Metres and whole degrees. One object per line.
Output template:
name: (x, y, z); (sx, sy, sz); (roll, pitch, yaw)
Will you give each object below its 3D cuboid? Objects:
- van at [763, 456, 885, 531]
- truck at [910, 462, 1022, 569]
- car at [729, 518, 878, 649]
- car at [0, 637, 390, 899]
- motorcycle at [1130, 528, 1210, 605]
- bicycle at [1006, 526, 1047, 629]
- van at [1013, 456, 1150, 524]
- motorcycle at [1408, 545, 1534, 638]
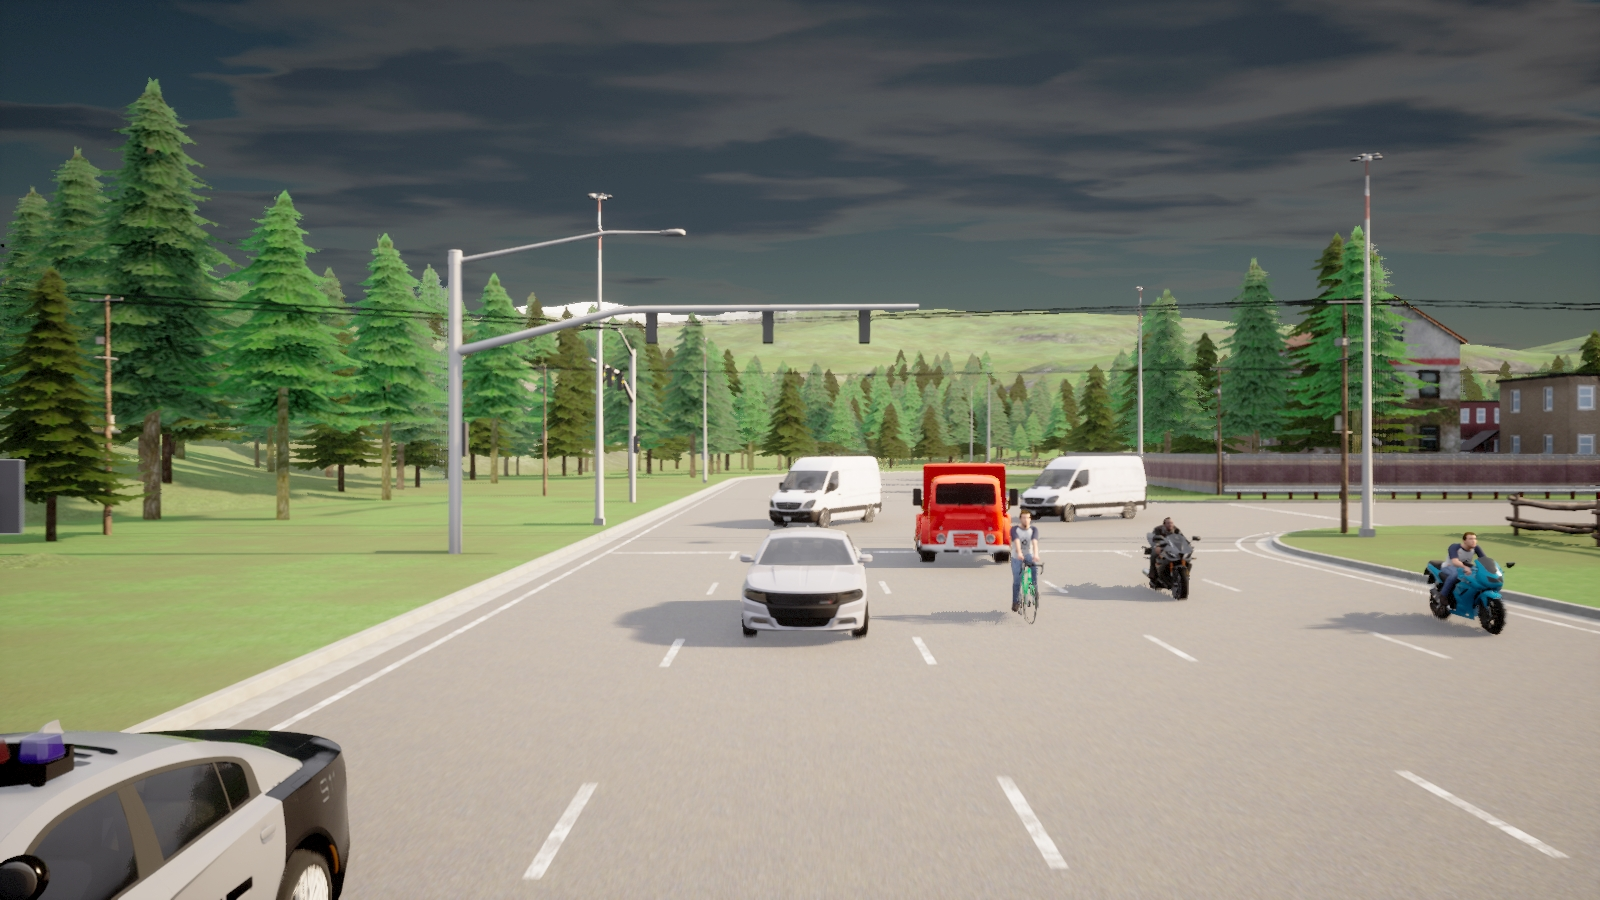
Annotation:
van: (0.991, 1.534, 42.639); (1.988, 2.561, 5.915); (0, 0, 29)
truck: (4.220, 1.570, 29.504); (2.627, 2.467, 5.204); (0, 0, 7)
car: (0.116, 2.034, 18.646); (2.097, 1.535, 5.006); (0, 0, 2)
car: (-3.607, 1.982, 4.499); (2.097, 1.638, 5.238); (0, 0, 0)
motorcycle: (7.100, 2.205, 22.047); (0.867, 1.251, 2.209); (0, 0, 2)
bicycle: (3.714, 2.056, 18.807); (0.373, 1.496, 1.643); (0, 0, 1)
van: (11.305, 1.534, 45.664); (5.915, 2.561, 1.988); (0, -1, -36)
motorcycle: (10.513, 2.186, 17.998); (0.803, 1.199, 2.033); (0, 0, 0)
